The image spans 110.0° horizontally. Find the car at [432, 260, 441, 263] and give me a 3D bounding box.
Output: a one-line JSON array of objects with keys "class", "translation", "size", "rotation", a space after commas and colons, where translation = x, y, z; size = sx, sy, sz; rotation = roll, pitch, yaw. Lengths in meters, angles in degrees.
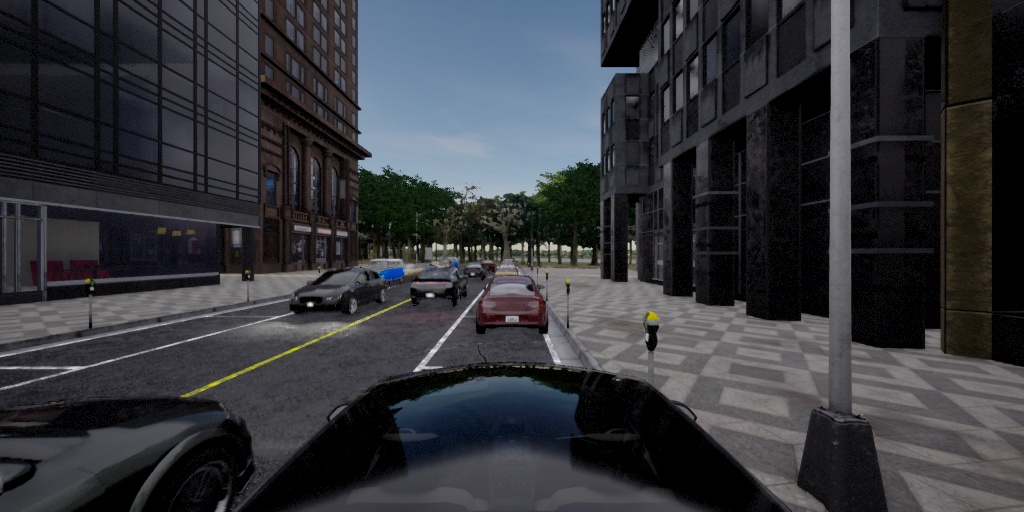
[{"class": "car", "translation": [-8.908, 1.322, 36.298], "size": [1.948, 1.339, 4.313], "rotation": [0, 0, 0]}]

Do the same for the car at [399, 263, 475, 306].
[{"class": "car", "translation": [-3.045, 1.241, 15.753], "size": [2.128, 1.511, 4.902], "rotation": [0, 0, 0]}]

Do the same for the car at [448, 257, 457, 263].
[{"class": "car", "translation": [-8.908, 1.201, 47.173], "size": [1.967, 1.591, 4.097], "rotation": [0, 0, 0]}]

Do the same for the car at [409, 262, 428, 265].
[{"class": "car", "translation": [-8.908, 1.280, 30.691], "size": [1.751, 1.417, 4.829], "rotation": [0, 0, 0]}]

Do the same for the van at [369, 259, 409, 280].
[{"class": "van", "translation": [-8.908, 1.093, 25.423], "size": [1.690, 1.789, 3.998], "rotation": [0, 0, 0]}]

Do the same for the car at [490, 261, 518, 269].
[{"class": "car", "translation": [-0.383, 1.278, 25.593], "size": [1.751, 1.417, 4.829], "rotation": [0, 0, 0]}]

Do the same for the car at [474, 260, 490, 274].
[{"class": "car", "translation": [-3.158, 1.281, 30.998], "size": [1.812, 1.442, 4.674], "rotation": [0, 0, 0]}]

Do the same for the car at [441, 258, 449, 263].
[{"class": "car", "translation": [-8.908, 1.284, 41.566], "size": [1.751, 1.417, 4.829], "rotation": [0, 0, 0]}]

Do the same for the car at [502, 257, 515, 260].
[{"class": "car", "translation": [-0.383, 1.196, 36.298], "size": [1.967, 1.591, 4.097], "rotation": [0, 0, 0]}]

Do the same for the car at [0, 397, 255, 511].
[{"class": "car", "translation": [-3.045, 1.313, 1.124], "size": [1.994, 1.385, 4.181], "rotation": [0, 0, 0]}]

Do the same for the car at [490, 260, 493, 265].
[{"class": "car", "translation": [-3.046, 1.239, 45.838], "size": [1.882, 1.535, 5.008], "rotation": [0, 0, 0]}]

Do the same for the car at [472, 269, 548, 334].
[{"class": "car", "translation": [0.003, 1.276, 10.500], "size": [1.812, 1.442, 4.674], "rotation": [0, 0, 0]}]

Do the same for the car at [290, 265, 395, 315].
[{"class": "car", "translation": [-6.246, 1.255, 13.527], "size": [1.837, 1.490, 4.892], "rotation": [0, 0, 0]}]
